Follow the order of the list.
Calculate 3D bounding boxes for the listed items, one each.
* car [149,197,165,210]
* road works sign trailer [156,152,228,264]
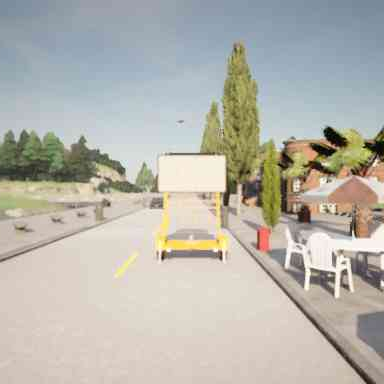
[{"bbox_3d":[-4.089,1.361,40.841,1.837,1.490,4.892,0,0,0],"label":"car"},{"bbox_3d":[0.001,0.422,11.678,2.380,3.560,2.880,0,0,0],"label":"road works sign trailer"}]
